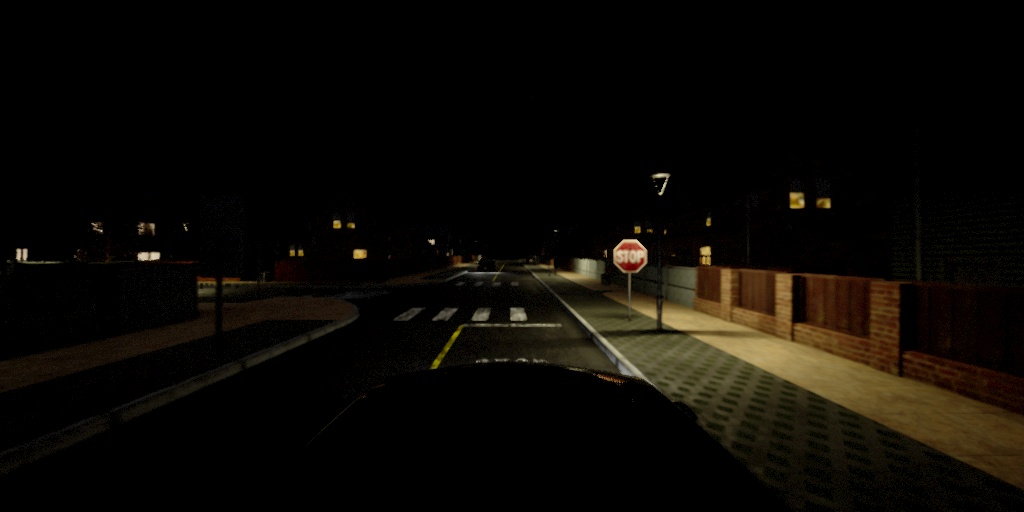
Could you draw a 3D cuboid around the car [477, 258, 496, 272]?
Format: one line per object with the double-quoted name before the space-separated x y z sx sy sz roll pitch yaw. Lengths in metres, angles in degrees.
"car" -2.756 0.950 39.458 1.812 1.442 4.674 0 1 0
